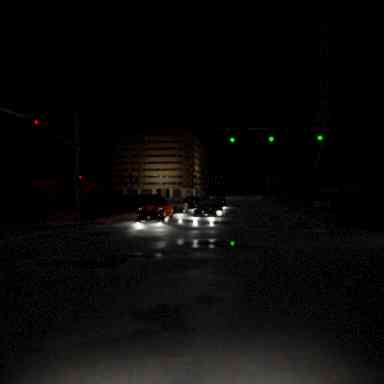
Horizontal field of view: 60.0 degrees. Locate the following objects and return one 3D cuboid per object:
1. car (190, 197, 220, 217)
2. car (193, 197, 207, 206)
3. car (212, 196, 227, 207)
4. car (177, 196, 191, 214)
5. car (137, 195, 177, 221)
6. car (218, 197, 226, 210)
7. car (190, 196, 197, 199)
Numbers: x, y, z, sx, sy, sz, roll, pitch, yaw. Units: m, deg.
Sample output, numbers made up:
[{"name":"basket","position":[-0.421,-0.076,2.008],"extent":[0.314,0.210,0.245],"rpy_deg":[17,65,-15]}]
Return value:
[{"name":"car","position":[1.342,1.522,32.051],"extent":[1.812,1.442,4.674],"rpy_deg":[0,0,9]},{"name":"car","position":[1.416,1.526,56.301],"extent":[1.812,1.442,4.674],"rpy_deg":[0,0,8]},{"name":"car","position":[4.380,1.476,52.375],"extent":[1.882,1.535,5.008],"rpy_deg":[0,0,9]},{"name":"car","position":[-1.600,1.523,36.154],"extent":[1.812,1.442,4.674],"rpy_deg":[0,0,9]},{"name":"car","position":[-2.933,1.349,27.262],"extent":[2.097,1.767,4.553],"rpy_deg":[0,0,9]},{"name":"car","position":[2.850,1.475,42.170],"extent":[1.882,1.535,5.008],"rpy_deg":[0,0,9]},{"name":"car","position":[-0.099,1.351,46.221],"extent":[2.097,1.767,4.553],"rpy_deg":[0,0,9]}]
